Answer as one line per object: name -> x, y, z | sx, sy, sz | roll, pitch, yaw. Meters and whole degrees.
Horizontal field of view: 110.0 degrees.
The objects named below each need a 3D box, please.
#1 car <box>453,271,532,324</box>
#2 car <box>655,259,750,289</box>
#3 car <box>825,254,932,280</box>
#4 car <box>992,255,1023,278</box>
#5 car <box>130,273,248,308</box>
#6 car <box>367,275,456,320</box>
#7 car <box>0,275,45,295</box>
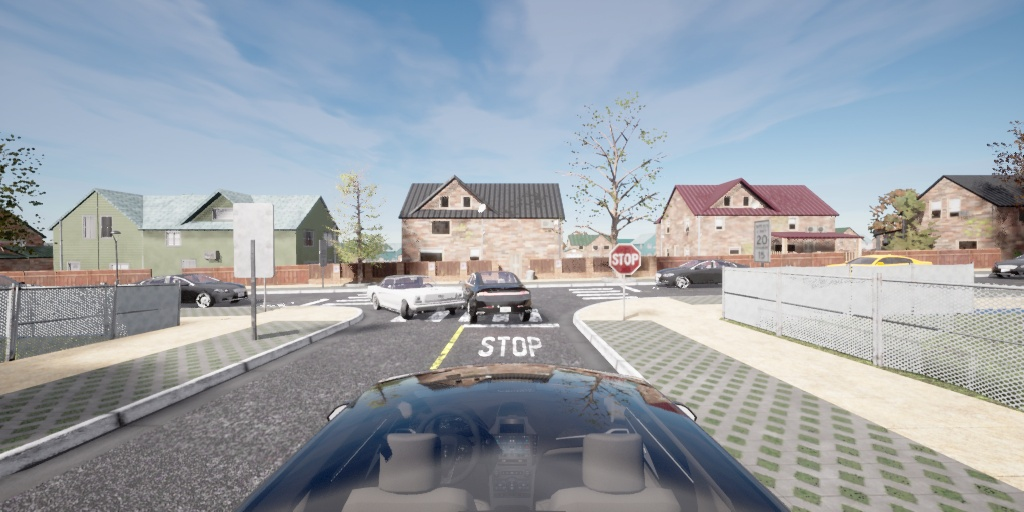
car -> -0.681, 1.242, 12.101 | 2.128, 1.511, 4.902 | 0, 0, -12
car -> 10.337, 0.925, 19.505 | 4.902, 1.511, 2.128 | -1, 1, 0
car -> 19.768, 0.690, 19.538 | 5.008, 1.535, 1.882 | -1, 1, -1
car -> 29.392, 0.477, 19.571 | 4.902, 1.511, 2.128 | -1, 1, 0
car -> -14.897, 1.566, 16.462 | 4.902, 1.511, 2.128 | -1, 1, 0
car -> -3.598, 1.367, 12.962 | 1.895, 1.301, 4.718 | 0, 0, -38
car -> -24.234, 1.648, 16.425 | 4.553, 1.767, 2.097 | -1, 1, 0
